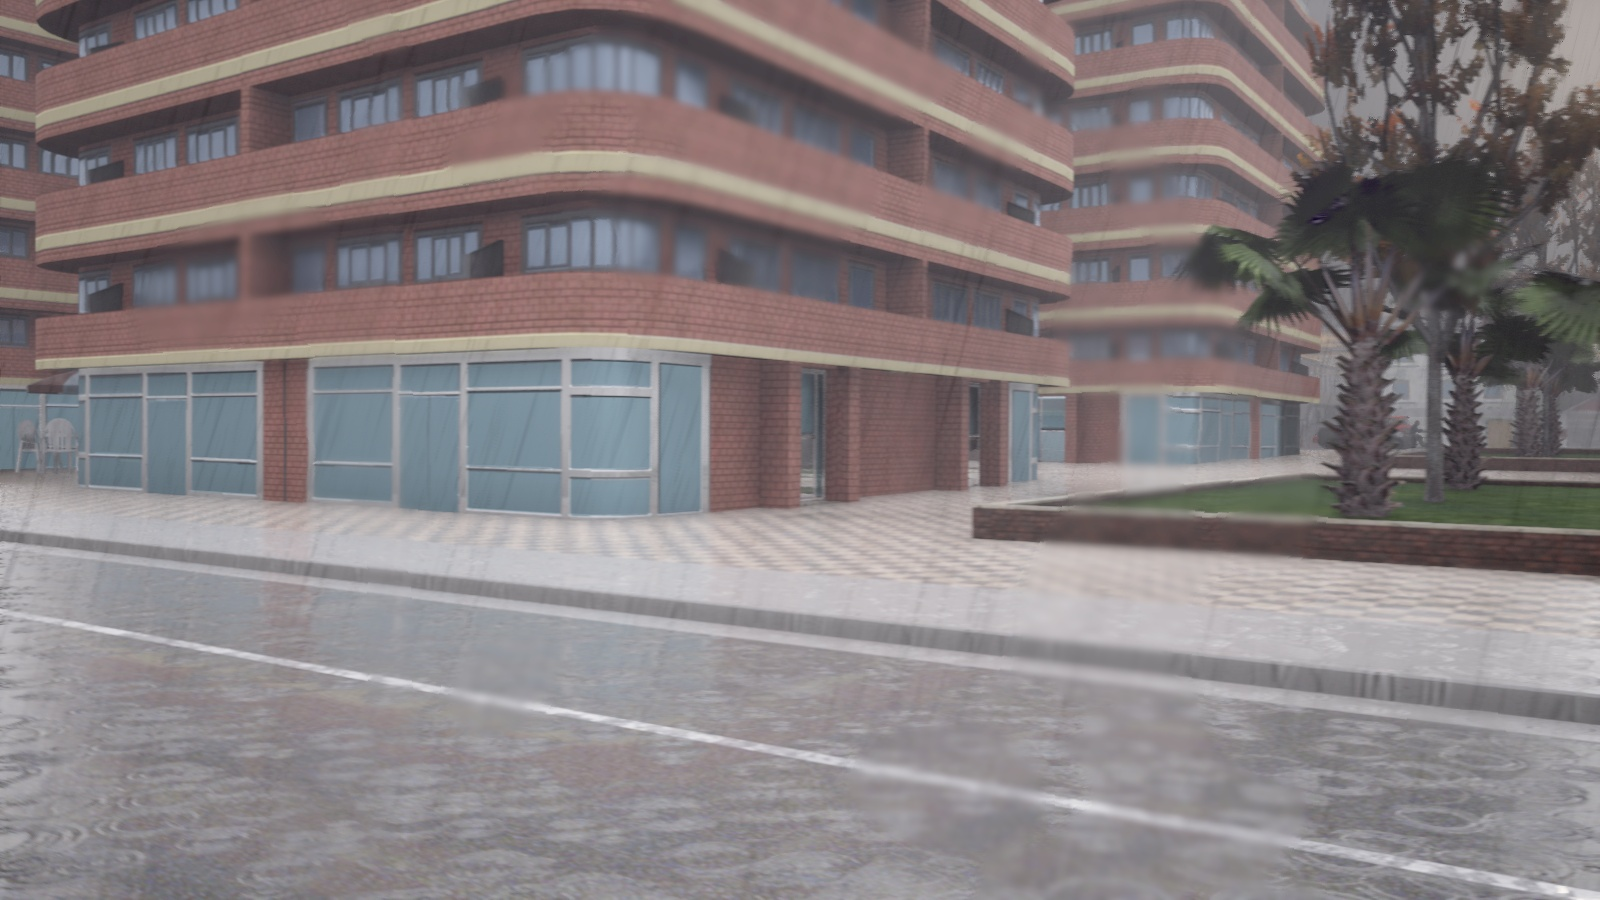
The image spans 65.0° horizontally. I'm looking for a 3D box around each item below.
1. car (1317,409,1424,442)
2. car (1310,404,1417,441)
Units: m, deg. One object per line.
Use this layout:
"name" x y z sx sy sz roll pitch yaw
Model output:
"car" 28.171 -1.204 62.071 4.514 1.525 2.007 -1 0 34
"car" 33.724 -1.622 75.195 5.566 2.045 2.150 -1 0 34
